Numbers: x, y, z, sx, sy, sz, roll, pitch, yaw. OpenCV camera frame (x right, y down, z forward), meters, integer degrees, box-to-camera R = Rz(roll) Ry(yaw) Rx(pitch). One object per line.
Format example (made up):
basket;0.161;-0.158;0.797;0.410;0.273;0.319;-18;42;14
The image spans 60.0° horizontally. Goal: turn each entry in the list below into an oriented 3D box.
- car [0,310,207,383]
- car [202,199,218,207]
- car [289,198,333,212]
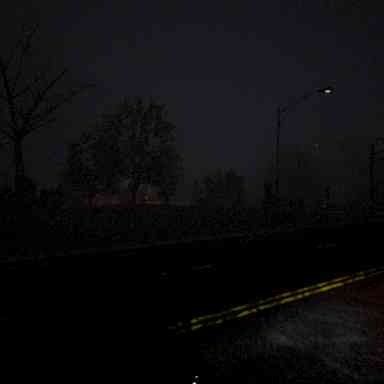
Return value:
car;-2.077;1.495;1.953;4.902;1.511;2.128;0;0;-36
car;2.506;1.651;52.799;1.994;1.385;4.181;2;-1;-35
car;13.414;1.455;37.741;1.882;1.535;5.008;2;-1;-36
